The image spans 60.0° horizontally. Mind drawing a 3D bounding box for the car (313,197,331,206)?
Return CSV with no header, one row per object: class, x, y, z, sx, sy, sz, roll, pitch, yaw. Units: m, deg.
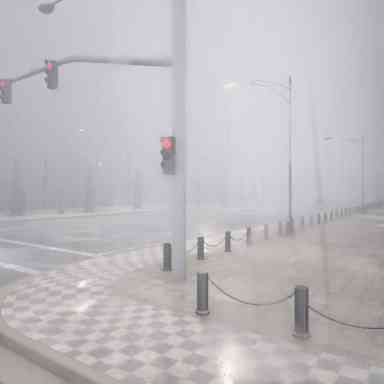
car,21.400,1.509,54.572,1.994,1.385,4.181,0,0,35
